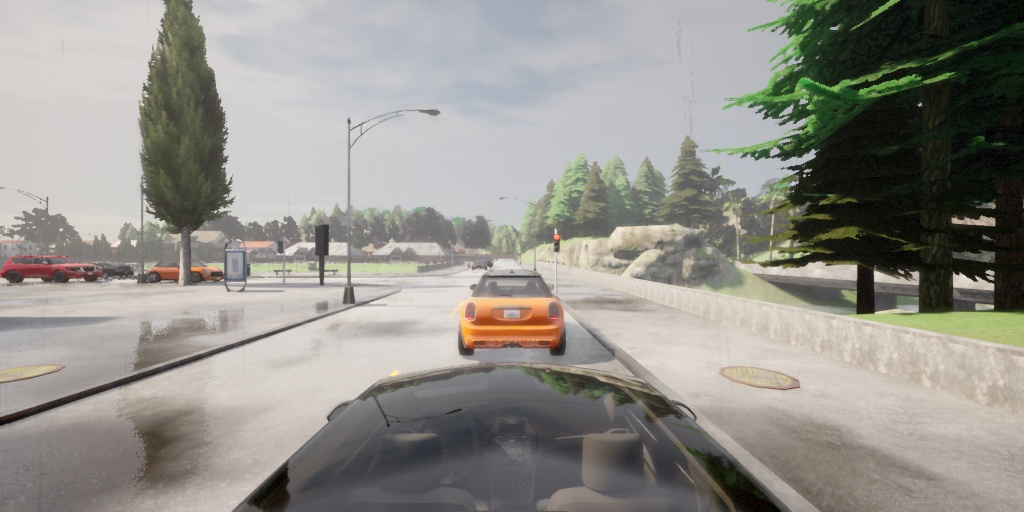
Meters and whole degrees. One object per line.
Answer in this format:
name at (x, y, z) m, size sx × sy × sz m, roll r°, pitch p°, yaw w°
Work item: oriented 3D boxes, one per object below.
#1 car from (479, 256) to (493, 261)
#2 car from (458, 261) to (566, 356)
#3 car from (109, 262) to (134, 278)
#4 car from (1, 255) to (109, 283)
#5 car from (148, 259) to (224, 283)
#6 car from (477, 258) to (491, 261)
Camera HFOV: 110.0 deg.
car at (-4.612, 0.971, 60.807) m, size 2.150 × 2.045 × 5.566 m, roll 0°, pitch 0°, yaw 0°
car at (-0.001, 1.102, 8.805) m, size 2.097 × 1.767 × 4.553 m, roll 0°, pitch 0°, yaw 0°
car at (-35.856, 1.255, 31.079) m, size 4.892 × 1.490 × 1.837 m, roll 0°, pitch 0°, yaw -1°
car at (-34.420, 0.972, 26.891) m, size 5.566 × 2.045 × 2.150 m, roll 0°, pitch 0°, yaw -1°
car at (-24.343, 1.101, 26.991) m, size 4.553 × 1.767 × 2.097 m, roll 0°, pitch 0°, yaw -1°
car at (-4.541, 1.314, 51.212) m, size 1.994 × 1.385 × 4.181 m, roll 0°, pitch 0°, yaw 0°
